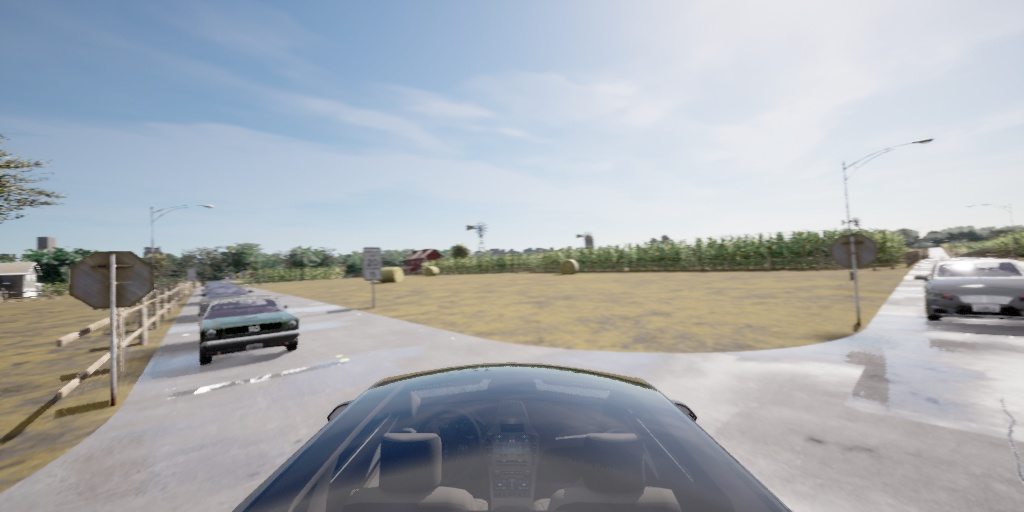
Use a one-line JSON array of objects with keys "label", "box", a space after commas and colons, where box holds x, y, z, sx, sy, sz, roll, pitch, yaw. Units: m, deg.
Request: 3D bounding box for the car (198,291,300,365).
[{"label": "car", "box": [-7.036, 1.750, 9.472, 1.895, 1.301, 4.718, -1, -2, -41]}]

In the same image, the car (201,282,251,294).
[{"label": "car", "box": [-13.480, 2.119, 16.983, 1.994, 1.385, 4.181, -1, -2, -41]}]

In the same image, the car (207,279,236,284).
[{"label": "car", "box": [-20.660, 2.575, 25.366, 2.033, 1.411, 5.357, -1, -2, -41]}]

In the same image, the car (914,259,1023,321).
[{"label": "car", "box": [12.371, 0.839, 9.570, 4.902, 1.511, 2.128, -2, -2, -41]}]
